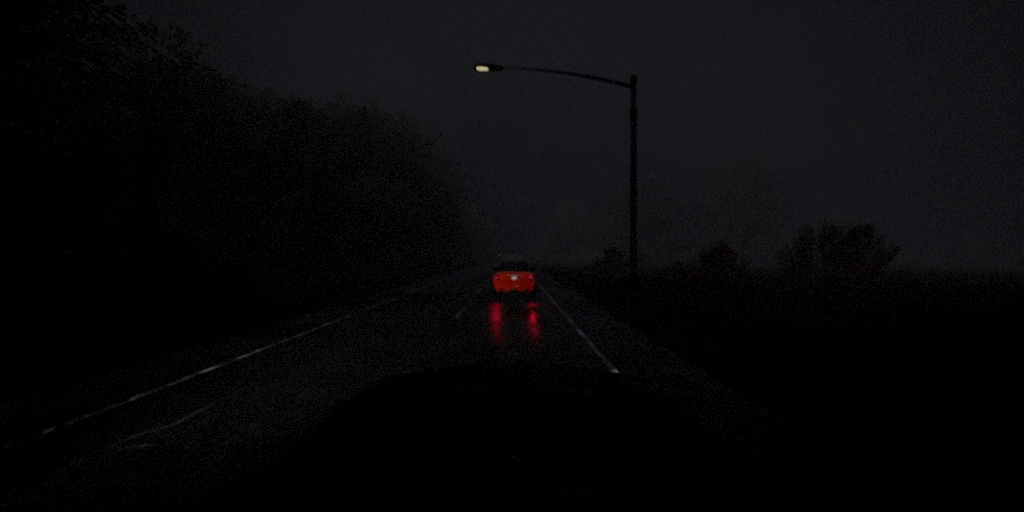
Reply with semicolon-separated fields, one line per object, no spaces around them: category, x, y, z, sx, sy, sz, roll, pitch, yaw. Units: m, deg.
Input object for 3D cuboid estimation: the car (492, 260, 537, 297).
car;0.103;0.990;18.292;2.097;1.767;4.553;0;0;0
